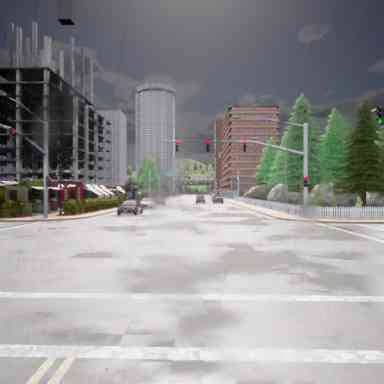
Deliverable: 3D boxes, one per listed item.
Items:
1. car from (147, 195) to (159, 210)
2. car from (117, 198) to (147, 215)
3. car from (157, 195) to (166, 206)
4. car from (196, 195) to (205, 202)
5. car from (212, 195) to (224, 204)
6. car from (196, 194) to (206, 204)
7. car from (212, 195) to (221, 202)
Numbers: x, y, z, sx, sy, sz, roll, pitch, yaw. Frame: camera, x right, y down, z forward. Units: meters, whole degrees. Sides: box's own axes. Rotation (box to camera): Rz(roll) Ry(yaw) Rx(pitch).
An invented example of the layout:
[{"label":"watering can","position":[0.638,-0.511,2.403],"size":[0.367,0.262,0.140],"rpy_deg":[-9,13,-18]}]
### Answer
[{"label":"car","position":[-5.922,1.526,43.984],"size":[1.812,1.442,4.674],"rpy_deg":[0,0,2]},{"label":"car","position":[-6.189,1.526,33.709],"size":[1.812,1.442,4.674],"rpy_deg":[0,0,2]},{"label":"car","position":[-5.616,1.352,56.163],"size":[2.097,1.767,4.553],"rpy_deg":[0,0,1]},{"label":"car","position":[1.918,1.326,74.708],"size":[1.837,1.490,4.892],"rpy_deg":[0,0,1]},{"label":"car","position":[5.203,1.526,65.757],"size":[1.812,1.442,4.674],"rpy_deg":[0,0,1]},{"label":"car","position":[1.697,1.601,65.523],"size":[1.895,1.301,4.718],"rpy_deg":[0,0,1]},{"label":"car","position":[5.418,1.422,74.654],"size":[1.895,1.301,4.718],"rpy_deg":[0,0,1]}]
